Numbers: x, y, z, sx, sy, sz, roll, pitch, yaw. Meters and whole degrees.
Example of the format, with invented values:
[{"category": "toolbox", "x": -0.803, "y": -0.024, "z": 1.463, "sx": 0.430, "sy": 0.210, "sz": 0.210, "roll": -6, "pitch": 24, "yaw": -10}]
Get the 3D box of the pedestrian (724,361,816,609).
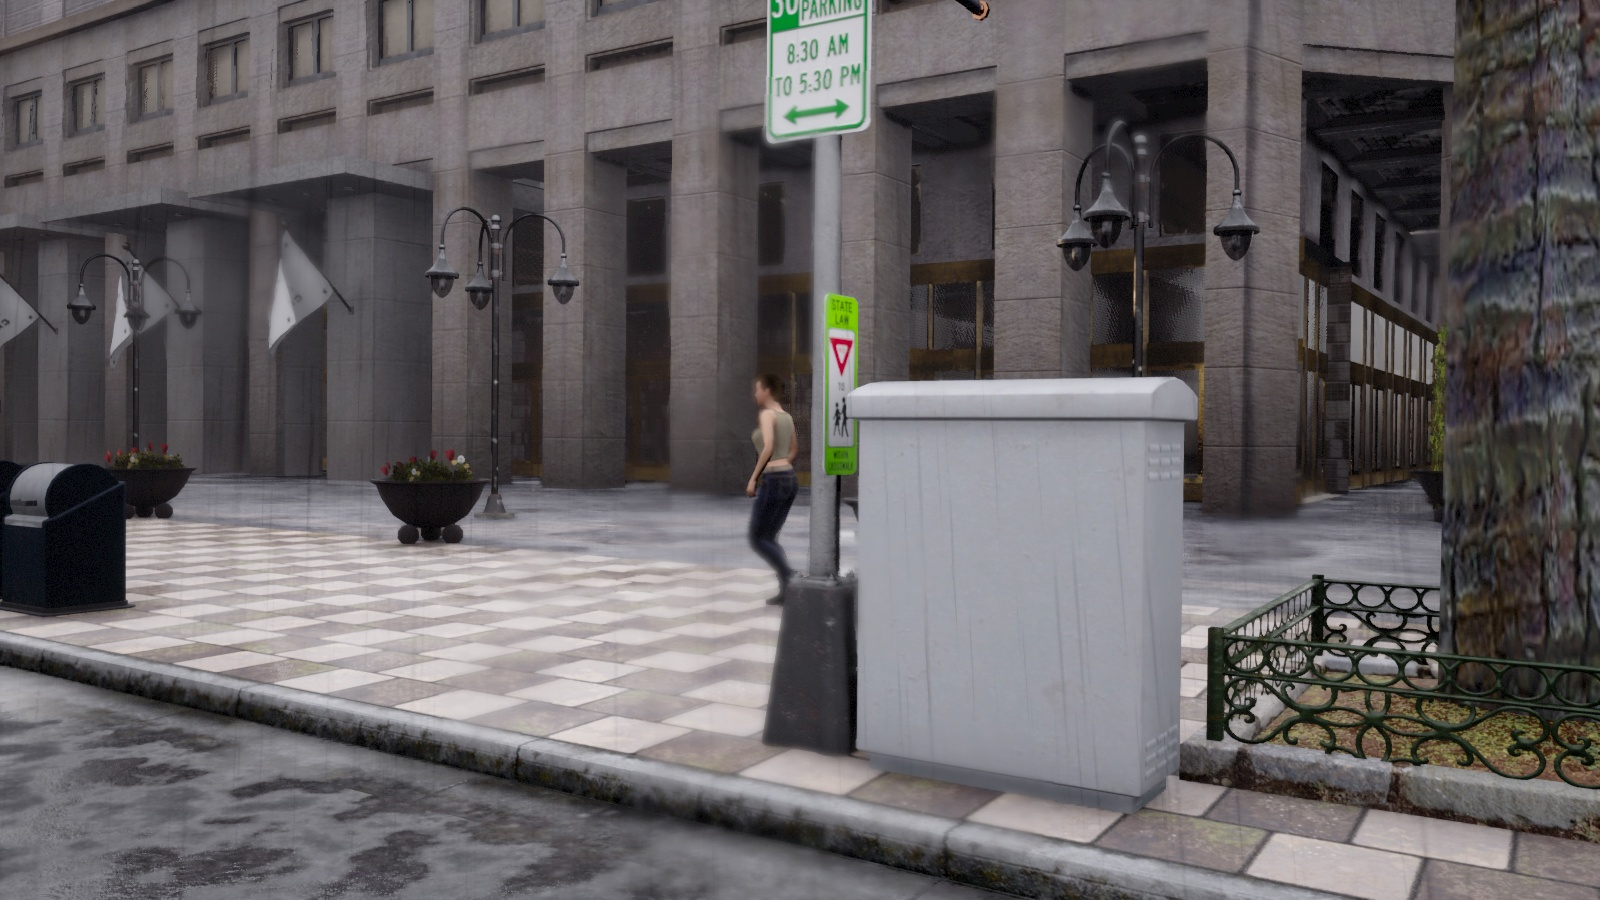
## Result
[{"category": "pedestrian", "x": -0.231, "y": 0.259, "z": 9.602, "sx": 0.594, "sy": 1.836, "sz": 0.345, "roll": 0, "pitch": 1, "yaw": 26}]
